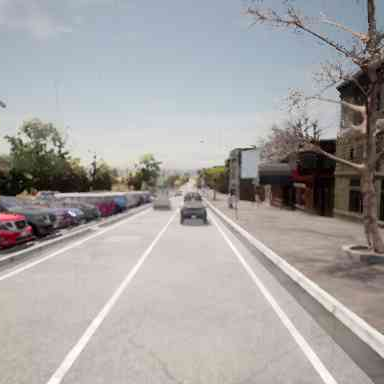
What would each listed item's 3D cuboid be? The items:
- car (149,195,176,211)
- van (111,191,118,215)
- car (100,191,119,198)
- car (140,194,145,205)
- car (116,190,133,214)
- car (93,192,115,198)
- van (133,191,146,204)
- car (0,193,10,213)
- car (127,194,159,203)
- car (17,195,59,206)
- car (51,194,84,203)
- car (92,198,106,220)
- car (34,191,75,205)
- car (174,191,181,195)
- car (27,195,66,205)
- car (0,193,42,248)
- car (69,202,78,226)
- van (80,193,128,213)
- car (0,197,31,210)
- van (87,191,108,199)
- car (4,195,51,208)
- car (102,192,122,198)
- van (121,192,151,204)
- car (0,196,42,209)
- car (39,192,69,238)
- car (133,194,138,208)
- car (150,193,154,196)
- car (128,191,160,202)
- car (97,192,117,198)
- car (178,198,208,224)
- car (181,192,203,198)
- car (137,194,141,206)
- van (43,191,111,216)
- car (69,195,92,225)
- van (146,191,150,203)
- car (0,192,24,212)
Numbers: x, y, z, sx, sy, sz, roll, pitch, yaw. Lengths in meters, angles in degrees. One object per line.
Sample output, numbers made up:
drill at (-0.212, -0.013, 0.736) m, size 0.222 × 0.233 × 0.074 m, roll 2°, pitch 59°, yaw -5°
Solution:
car at (-3.344, 1.356, 38.256) m, size 2.033 × 1.411 × 5.357 m, roll 0°, pitch 0°, yaw 0°
van at (-9.056, 1.140, 28.940) m, size 4.442 × 1.987 × 1.878 m, roll 0°, pitch 0°, yaw 0°
car at (-22.133, 0.640, 89.454) m, size 4.553 × 1.767 × 2.185 m, roll 0°, pitch 1°, yaw 0°
car at (-8.988, 1.319, 42.965) m, size 4.792 × 1.488 × 2.163 m, roll 0°, pitch 1°, yaw 0°
car at (-8.915, 1.104, 31.744) m, size 5.566 × 2.045 × 2.435 m, roll 0°, pitch 0°, yaw 0°
car at (-22.089, 0.828, 83.905) m, size 5.008 × 1.535 × 2.097 m, roll 0°, pitch 1°, yaw 0°
van at (-9.079, 1.036, 45.765) m, size 4.442 × 1.987 × 1.878 m, roll 0°, pitch 1°, yaw 0°
car at (-22.055, 1.097, 33.938) m, size 5.566 × 2.045 × 2.435 m, roll 0°, pitch 0°, yaw 0°
car at (-8.796, 1.103, 59.786) m, size 5.366 × 1.575 × 1.946 m, roll 0°, pitch 1°, yaw 0°
car at (-22.040, 1.242, 47.822) m, size 5.008 × 1.535 × 2.097 m, roll 0°, pitch 1°, yaw 0°
car at (-22.066, 1.116, 58.926) m, size 5.008 × 1.535 × 2.097 m, roll 0°, pitch 1°, yaw 0°
car at (-8.926, 1.388, 23.334) m, size 4.892 × 1.521 × 2.231 m, roll 0°, pitch 0°, yaw 0°
car at (-22.024, 0.929, 53.372) m, size 5.566 × 2.045 × 2.435 m, roll 0°, pitch 1°, yaw 0°
car at (-3.250, 0.548, 79.637) m, size 1.882 × 1.535 × 5.008 m, roll 0°, pitch 1°, yaw 0°
car at (-22.043, 1.214, 50.600) m, size 4.892 × 1.521 × 2.231 m, roll 0°, pitch 1°, yaw 0°
car at (-8.888, 1.177, 12.121) m, size 5.566 × 2.045 × 2.435 m, roll 0°, pitch 0°, yaw 0°
car at (-8.922, 1.448, 17.728) m, size 4.674 × 1.452 × 2.002 m, roll 0°, pitch 0°, yaw 0°
van at (-9.064, 1.119, 34.545) m, size 4.442 × 1.987 × 1.878 m, roll 0°, pitch 0°, yaw 0°
car at (-22.062, 1.345, 39.491) m, size 4.792 × 1.488 × 2.163 m, roll 0°, pitch 0°, yaw 0°
van at (-22.203, 0.666, 78.350) m, size 4.442 × 1.987 × 1.878 m, roll 0°, pitch 1°, yaw 0°
car at (-22.226, 1.267, 45.045) m, size 5.366 × 1.575 × 1.946 m, roll 0°, pitch 1°, yaw 0°
car at (-22.111, 0.734, 92.231) m, size 5.008 × 1.535 × 2.097 m, roll 0°, pitch 1°, yaw 0°
van at (-9.091, 0.945, 54.177) m, size 4.442 × 1.987 × 1.878 m, roll 0°, pitch 1°, yaw 0°
car at (-22.008, 1.326, 42.274) m, size 4.792 × 1.488 × 2.163 m, roll 0°, pitch 0°, yaw 0°
car at (-8.892, 1.167, 14.924) m, size 5.566 × 2.045 × 2.435 m, roll 0°, pitch 0°, yaw 0°
car at (-8.957, 1.329, 37.354) m, size 4.892 × 1.521 × 2.231 m, roll 0°, pitch 0°, yaw 0°
car at (-8.965, 1.203, 51.376) m, size 5.008 × 1.535 × 2.097 m, roll 0°, pitch 1°, yaw 0°
car at (-8.957, 0.822, 62.586) m, size 5.566 × 2.045 × 2.435 m, roll 0°, pitch 1°, yaw 0°
car at (-22.096, 0.837, 86.680) m, size 4.674 × 1.452 × 2.002 m, roll 0°, pitch 1°, yaw 0°
car at (0.103, 1.399, 23.938) m, size 1.837 × 1.490 × 4.892 m, roll 0°, pitch -1°, yaw 0°
car at (0.099, 1.013, 40.741) m, size 2.150 × 2.045 × 5.566 m, roll 0°, pitch 1°, yaw 0°
car at (-8.952, 1.350, 40.157) m, size 4.674 × 1.452 × 2.002 m, roll 0°, pitch 0°, yaw 0°
van at (-9.053, 1.150, 26.137) m, size 4.442 × 1.987 × 1.878 m, roll 0°, pitch 0°, yaw 0°
car at (-8.959, 1.271, 20.531) m, size 4.553 × 1.767 × 2.185 m, roll 0°, pitch 0°, yaw 0°
van at (-8.850, 1.009, 48.567) m, size 4.442 × 1.987 × 1.878 m, roll 0°, pitch 1°, yaw 0°
car at (-22.002, 1.081, 36.714) m, size 5.566 × 2.045 × 2.435 m, roll 0°, pitch 0°, yaw 0°
